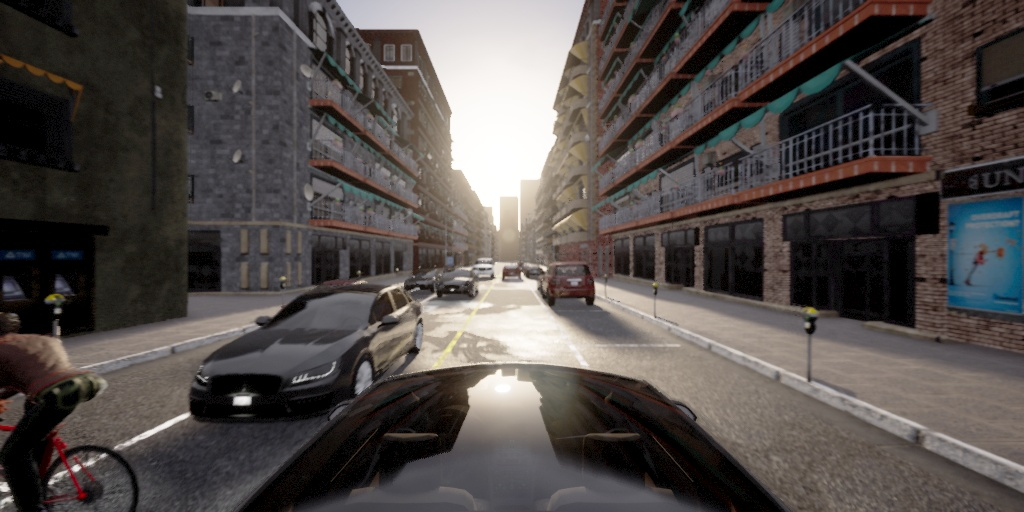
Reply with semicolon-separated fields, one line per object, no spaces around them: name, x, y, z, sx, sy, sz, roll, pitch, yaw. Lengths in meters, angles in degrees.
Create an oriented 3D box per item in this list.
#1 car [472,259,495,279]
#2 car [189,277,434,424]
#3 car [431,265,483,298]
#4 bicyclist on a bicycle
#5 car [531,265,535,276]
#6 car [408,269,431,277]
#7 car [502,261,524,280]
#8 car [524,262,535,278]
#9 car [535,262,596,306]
car;-2.978;1.300;38.290;2.150;2.045;5.566;0;-1;0
car;-2.861;1.294;6.222;1.837;1.490;4.892;0;0;0
car;-2.892;1.415;19.871;1.837;1.490;4.892;0;0;0
bicyclist on a bicycle;-3.430;1.213;2.495;1.656;1.620;0.582;-2;0;0
car;2.462;1.482;22.279;2.007;1.370;4.403;0;0;0
car;-5.387;1.502;22.604;1.948;1.339;4.313;0;0;0
car;-0.032;1.538;36.456;1.882;1.535;5.008;0;-1;0
car;2.400;1.652;39.271;1.948;1.339;4.313;0;0;0
car;2.482;1.195;16.615;2.192;1.841;5.009;0;0;0
